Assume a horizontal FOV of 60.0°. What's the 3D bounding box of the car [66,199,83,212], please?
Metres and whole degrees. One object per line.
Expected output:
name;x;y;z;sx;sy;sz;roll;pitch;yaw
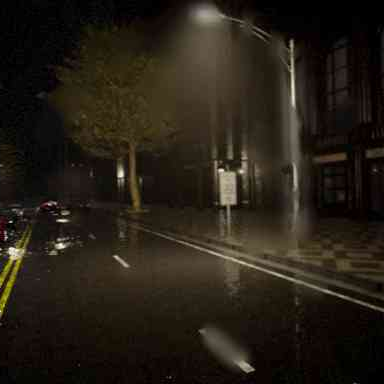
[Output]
car;-16.937;1.888;47.899;1.882;1.535;5.008;-2;0;-24

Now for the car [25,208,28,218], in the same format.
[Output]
car;-17.405;1.975;32.800;1.812;1.442;4.674;-2;0;-24

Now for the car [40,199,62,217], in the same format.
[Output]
car;-15.309;1.873;36.328;2.128;1.511;4.902;-2;0;-23

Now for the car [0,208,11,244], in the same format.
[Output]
car;-9.375;1.723;14.573;1.882;1.535;5.008;-2;0;-24

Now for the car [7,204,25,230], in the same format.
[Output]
car;-13.402;1.895;23.666;2.033;1.411;5.357;-2;0;-24

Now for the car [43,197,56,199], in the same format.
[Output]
car;-19.579;1.715;45.814;2.150;2.045;5.566;-2;0;-24

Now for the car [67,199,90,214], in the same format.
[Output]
car;-13.849;1.683;41.030;2.097;1.767;4.553;-2;0;-23
